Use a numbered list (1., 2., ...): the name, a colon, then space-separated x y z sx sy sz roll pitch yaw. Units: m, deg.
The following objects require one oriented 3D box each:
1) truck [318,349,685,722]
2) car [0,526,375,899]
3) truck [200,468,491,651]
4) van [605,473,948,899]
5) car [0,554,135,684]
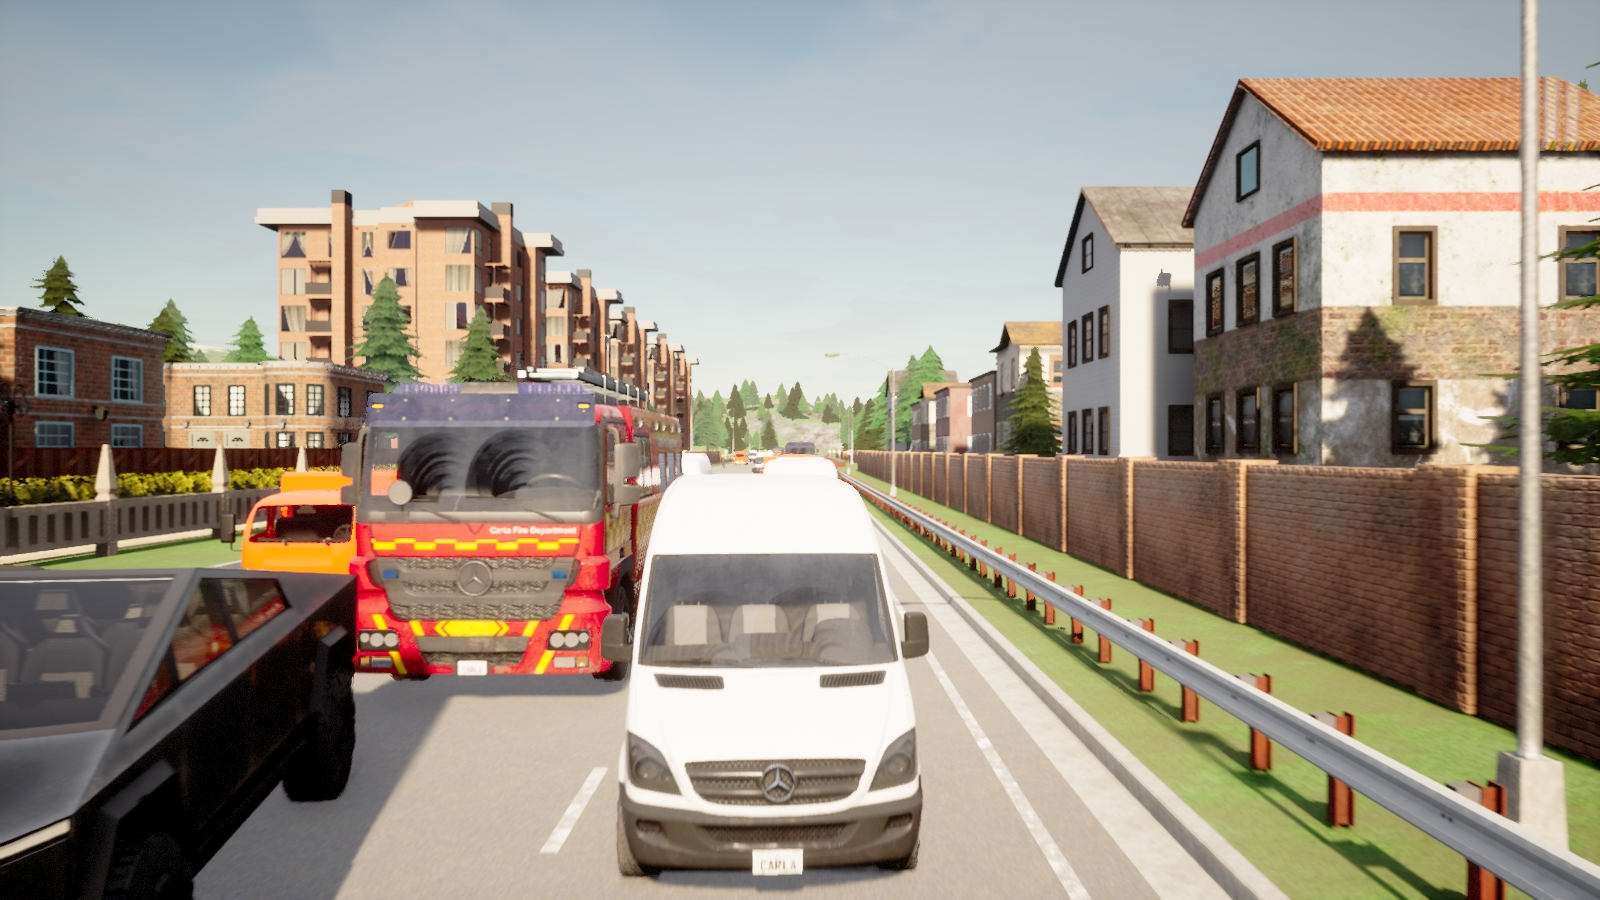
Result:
1. truck: -3.492 0.881 15.953 2.891 3.827 8.468 0 0 0
2. car: -4.456 1.748 7.117 2.390 2.098 6.274 0 0 -11
3. truck: -6.998 1.557 18.431 2.627 2.467 5.204 0 0 0
4. van: -0.336 1.528 9.564 1.988 2.561 5.915 0 0 -4
5. car: -10.506 2.146 14.063 1.895 1.301 4.718 0 0 0
